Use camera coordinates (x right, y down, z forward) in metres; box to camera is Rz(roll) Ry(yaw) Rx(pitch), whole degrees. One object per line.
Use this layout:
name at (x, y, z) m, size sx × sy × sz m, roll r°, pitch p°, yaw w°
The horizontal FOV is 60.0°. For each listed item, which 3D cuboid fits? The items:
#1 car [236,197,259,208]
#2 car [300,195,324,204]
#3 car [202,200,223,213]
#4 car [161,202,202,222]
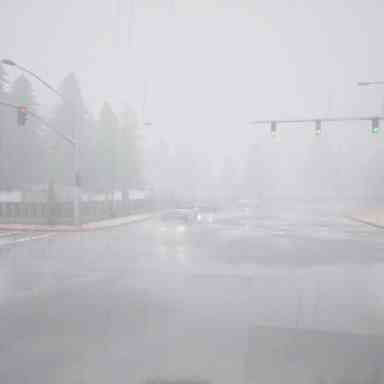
car at (8.026, 1.446, 47.389) m, size 1.812 × 1.442 × 4.674 m, roll 0°, pitch 0°, yaw 36°
car at (21.518, 1.374, 59.541) m, size 5.008 × 1.535 × 1.882 m, roll 0°, pitch 0°, yaw -30°
car at (1.919, 1.505, 35.472) m, size 1.994 × 1.385 × 4.181 m, roll 0°, pitch 0°, yaw 19°
car at (-0.847, 1.559, 25.900) m, size 1.895 × 1.301 × 4.718 m, roll 0°, pitch 0°, yaw 14°
